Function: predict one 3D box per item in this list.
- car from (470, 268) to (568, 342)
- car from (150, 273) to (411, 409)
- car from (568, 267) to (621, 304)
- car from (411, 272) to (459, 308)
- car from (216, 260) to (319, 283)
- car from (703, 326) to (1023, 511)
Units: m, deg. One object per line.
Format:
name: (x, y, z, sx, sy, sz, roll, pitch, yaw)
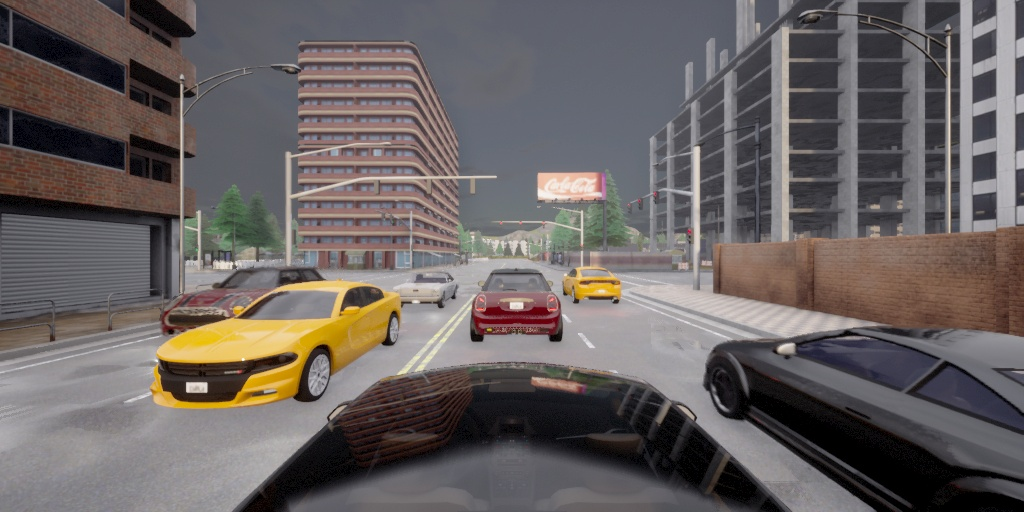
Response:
car: (0.100, 1.102, 9.943, 2.097, 1.767, 4.553, 0, 0, 0)
car: (-3.577, 1.228, 6.587, 1.882, 1.535, 5.008, 0, 0, 0)
car: (3.499, 1.228, 16.471, 1.882, 1.535, 5.008, 0, 0, 0)
car: (-3.501, 1.351, 15.241, 1.895, 1.301, 4.718, 0, 0, 0)
car: (-7.050, 1.101, 10.195, 2.097, 1.767, 4.553, 0, 0, 0)
car: (3.594, 1.312, 3.194, 1.994, 1.385, 4.181, 0, 0, 0)
